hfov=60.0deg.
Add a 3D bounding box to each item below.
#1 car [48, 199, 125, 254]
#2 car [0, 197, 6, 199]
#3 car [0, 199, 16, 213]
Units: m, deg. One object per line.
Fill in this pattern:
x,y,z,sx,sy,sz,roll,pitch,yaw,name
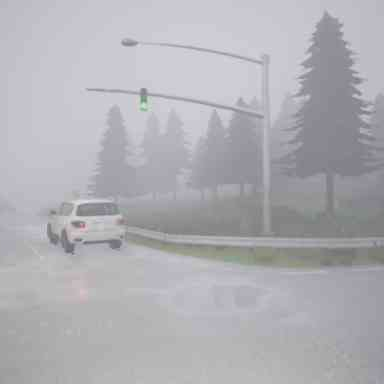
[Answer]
-4.736,1.343,14.460,2.150,2.045,5.566,0,0,-32,car
-30.843,1.841,53.015,2.150,2.045,5.566,0,0,-35,car
-24.780,2.053,44.459,2.033,1.411,5.357,0,0,-35,car
